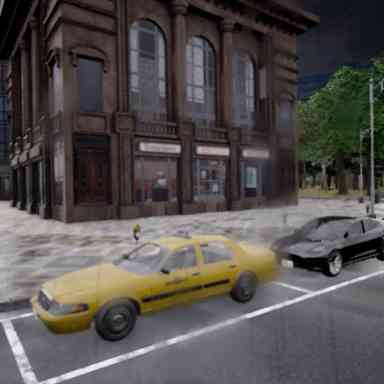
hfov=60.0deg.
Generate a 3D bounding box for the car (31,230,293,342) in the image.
[{"bbox_3d":[-0.388,1.461,6.380,4.829,1.417,1.752,-1,1,-36],"label":"car"}]

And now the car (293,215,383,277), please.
[{"bbox_3d":[4.173,1.383,9.641,4.313,1.339,1.947,-1,1,-36],"label":"car"}]
